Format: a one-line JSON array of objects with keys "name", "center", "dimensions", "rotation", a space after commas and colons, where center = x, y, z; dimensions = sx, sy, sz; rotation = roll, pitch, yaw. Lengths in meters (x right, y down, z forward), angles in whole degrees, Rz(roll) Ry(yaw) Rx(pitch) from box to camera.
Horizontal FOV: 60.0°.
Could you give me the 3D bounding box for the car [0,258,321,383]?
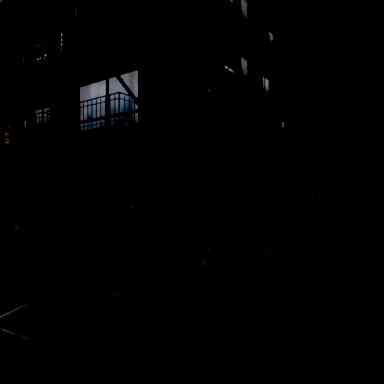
[{"name": "car", "center": [-0.892, 1.566, 3.510], "dimensions": [4.313, 1.339, 1.947], "rotation": [0, 0, 35]}]
